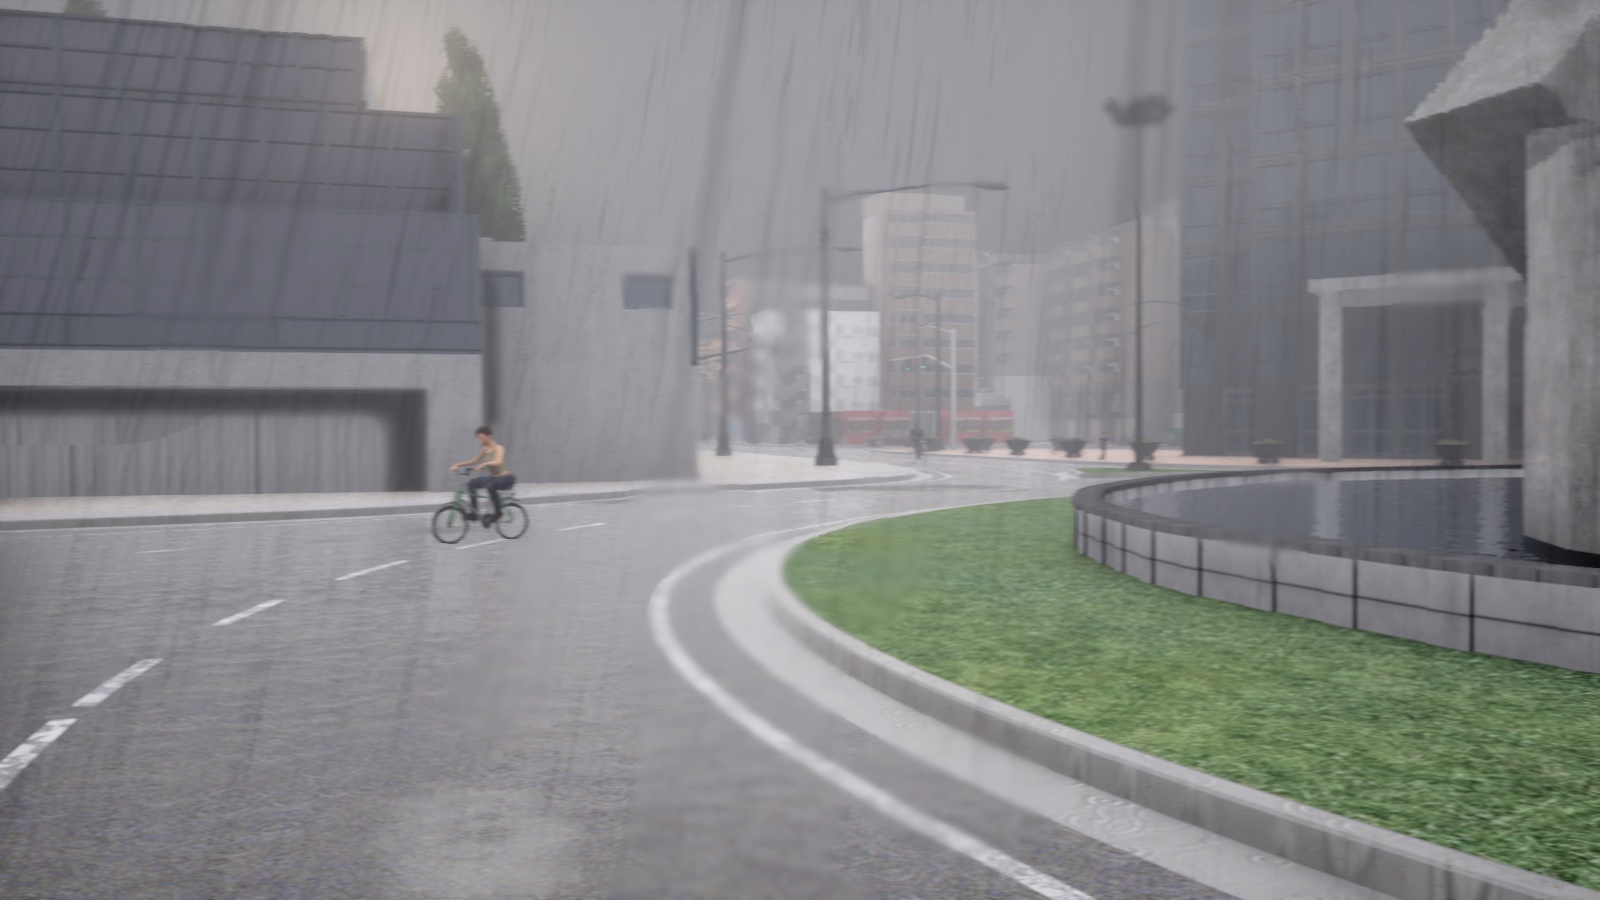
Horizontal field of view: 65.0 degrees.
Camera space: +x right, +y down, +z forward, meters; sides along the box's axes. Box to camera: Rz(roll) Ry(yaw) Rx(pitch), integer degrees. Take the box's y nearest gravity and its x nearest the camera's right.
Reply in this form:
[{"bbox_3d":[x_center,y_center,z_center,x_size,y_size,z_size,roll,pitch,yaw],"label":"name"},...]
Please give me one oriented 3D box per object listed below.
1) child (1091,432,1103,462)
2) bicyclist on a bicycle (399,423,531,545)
[{"bbox_3d":[12.523,-0.138,52.960,0.270,1.263,0.437,0,1,-17],"label":"child"},{"bbox_3d":[-4.606,0.438,17.315,1.509,1.612,0.866,-1,1,-45],"label":"bicyclist on a bicycle"}]
